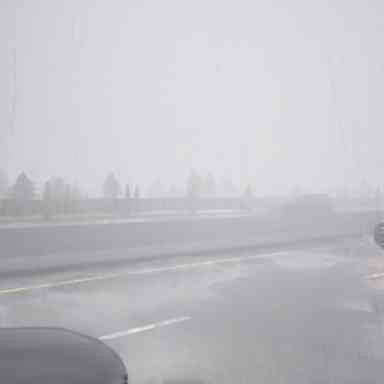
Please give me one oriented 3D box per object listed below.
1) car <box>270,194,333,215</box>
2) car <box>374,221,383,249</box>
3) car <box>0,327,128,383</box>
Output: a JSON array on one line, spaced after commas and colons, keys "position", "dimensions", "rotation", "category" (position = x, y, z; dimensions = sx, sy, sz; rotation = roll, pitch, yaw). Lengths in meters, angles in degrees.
[{"position": [9.366, 1.155, 28.407], "dimensions": [5.566, 2.045, 2.150], "rotation": [0, 0, -22], "category": "car"}, {"position": [9.159, 1.489, 12.808], "dimensions": [4.892, 1.490, 1.837], "rotation": [0, 0, -27], "category": "car"}, {"position": [-2.596, 1.509, 1.768], "dimensions": [4.674, 1.442, 1.812], "rotation": [0, 0, -36], "category": "car"}]
